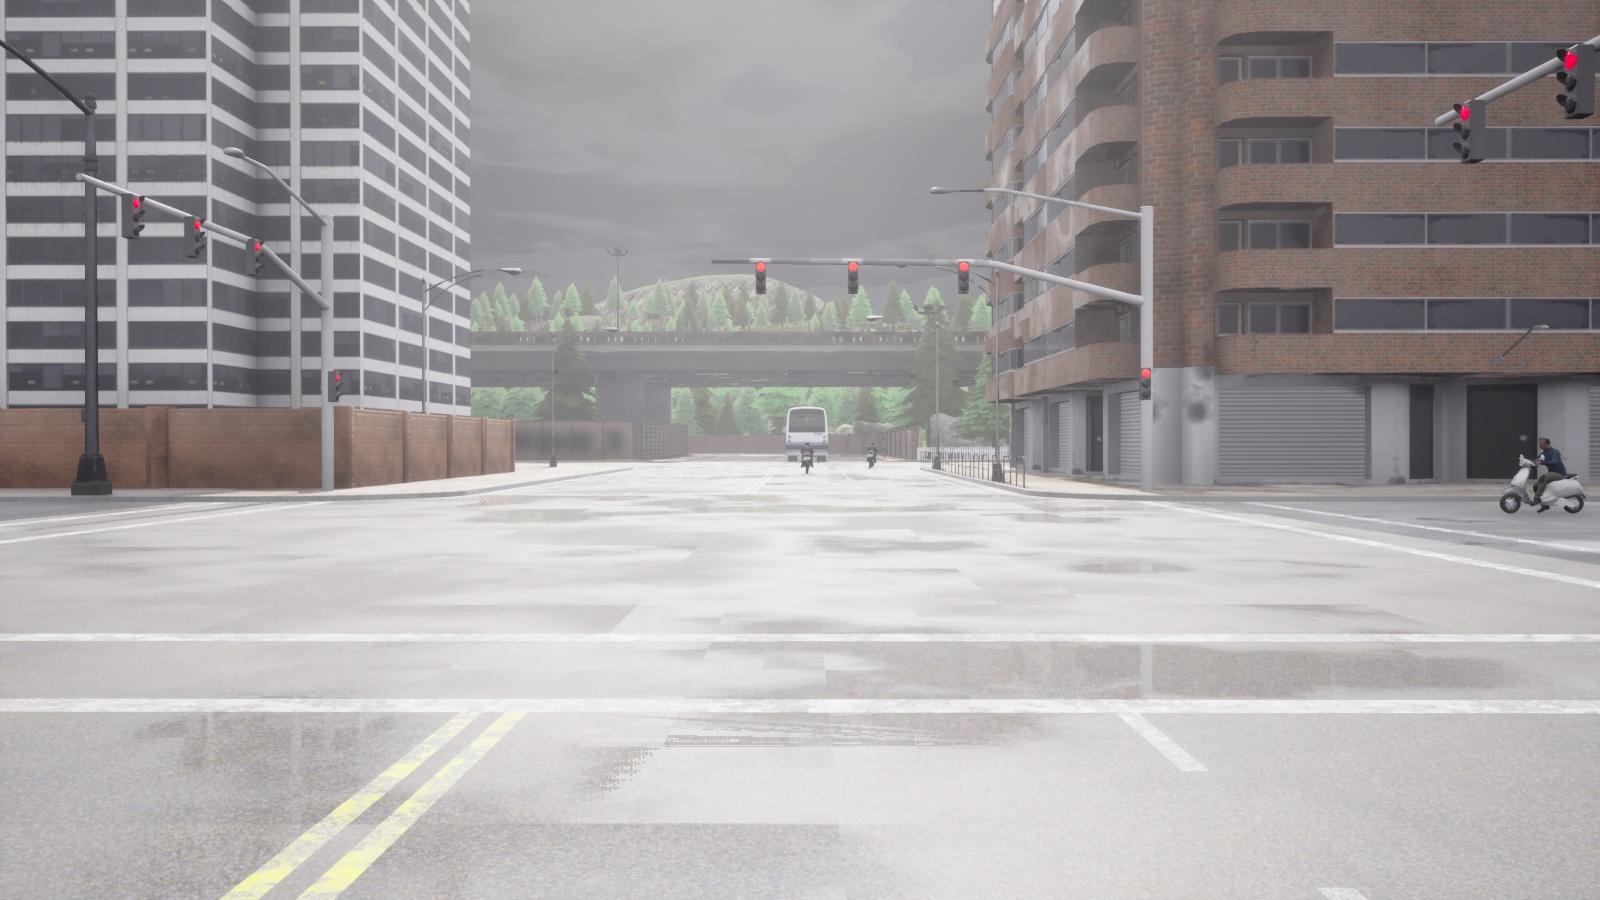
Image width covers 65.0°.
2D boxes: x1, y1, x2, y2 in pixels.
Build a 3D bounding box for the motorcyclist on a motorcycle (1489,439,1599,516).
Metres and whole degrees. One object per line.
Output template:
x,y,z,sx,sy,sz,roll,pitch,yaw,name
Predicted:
15.578,0.564,26.303,1.817,1.590,0.866,0,0,1,motorcyclist on a motorcycle
